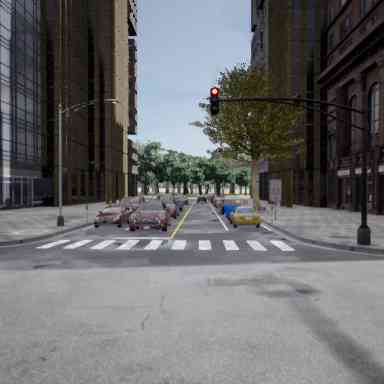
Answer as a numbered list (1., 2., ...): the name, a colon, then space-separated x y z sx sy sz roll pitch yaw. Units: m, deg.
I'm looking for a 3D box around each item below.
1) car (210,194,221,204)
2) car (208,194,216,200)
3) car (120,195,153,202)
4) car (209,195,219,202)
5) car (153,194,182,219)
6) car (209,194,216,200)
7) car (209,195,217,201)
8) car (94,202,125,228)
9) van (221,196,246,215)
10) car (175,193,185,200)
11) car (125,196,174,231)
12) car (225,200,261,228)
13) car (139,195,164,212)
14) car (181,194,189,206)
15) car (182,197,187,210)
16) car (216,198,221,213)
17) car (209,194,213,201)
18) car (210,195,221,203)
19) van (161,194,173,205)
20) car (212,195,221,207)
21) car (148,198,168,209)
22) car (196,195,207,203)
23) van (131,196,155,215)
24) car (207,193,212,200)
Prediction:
1. car: 4.182 1.469 50.084 1.887 1.381 4.507 -1 0 2
2. car: 5.276 1.375 89.823 1.947 1.339 4.313 0 0 2
3. car: -4.969 1.289 27.601 2.192 1.841 5.009 -1 0 2
4. car: 4.807 1.412 72.791 2.008 1.369 4.403 0 0 2
5. car: -2.255 1.323 28.988 2.097 1.767 4.553 0 0 2
6. car: 5.124 1.352 84.315 1.752 1.417 4.829 0 0 2
7. car: 4.964 1.426 78.469 1.802 1.307 4.206 0 0 2
8. car: -5.122 1.564 21.923 1.802 1.307 4.206 -1 0 2
9. van: 3.554 1.315 27.375 1.690 1.788 3.998 -1 0 2
10. car: -3.248 1.124 90.053 2.192 1.841 5.009 0 0 2
11. car: -2.442 1.336 20.178 2.097 1.767 4.553 0 0 0
12. car: 3.404 1.507 21.867 1.752 1.417 4.829 -1 0 2
13. car: -4.655 1.267 38.957 2.192 1.841 5.009 -1 0 2
14. car: -1.485 1.421 54.093 1.837 1.490 4.892 0 0 2
15. car: -1.973 1.553 39.104 1.895 1.301 4.718 0 0 2
16. car: 3.713 1.530 33.053 1.947 1.339 4.313 -1 0 2
17. car: 4.338 1.460 55.761 2.008 1.369 4.403 -1 0 2
18. car: 4.651 1.428 67.115 2.008 1.369 4.403 -1 0 2
19. van: -4.186 1.250 55.989 1.690 1.788 3.998 0 0 2
20. car: 4.030 1.464 44.577 1.752 1.417 4.829 -1 0 2
21. car: -4.497 1.489 44.635 2.008 1.369 4.403 -1 0 2
22. car: 1.959 1.386 65.843 1.837 1.490 4.892 0 0 2
23. van: -4.812 1.305 33.279 1.690 1.788 3.998 -1 0 2
24. car: 4.493 1.209 61.437 2.192 1.841 5.009 -1 0 2
